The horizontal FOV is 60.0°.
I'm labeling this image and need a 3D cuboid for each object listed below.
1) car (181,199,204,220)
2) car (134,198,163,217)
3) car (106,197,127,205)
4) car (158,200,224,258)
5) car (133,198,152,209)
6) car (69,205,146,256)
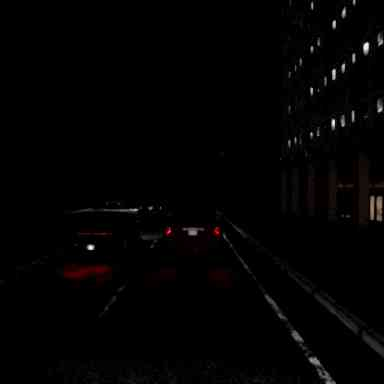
[{"bbox_3d":[0.046,1.446,29.212,1.882,1.535,5.008,0,0,0],"label":"car"},{"bbox_3d":[-3.213,1.322,27.899,2.097,1.767,4.553,0,0,0],"label":"car"},{"bbox_3d":[-9.819,1.420,43.628,1.882,1.535,5.008,0,0,0],"label":"car"},{"bbox_3d":[0.042,1.341,12.901,2.097,1.767,4.553,0,0,0],"label":"car"},{"bbox_3d":[-6.565,1.506,44.616,1.994,1.385,4.181,0,0,0],"label":"car"},{"bbox_3d":[-3.207,1.496,13.019,1.837,1.490,4.892,0,0,0],"label":"car"}]
